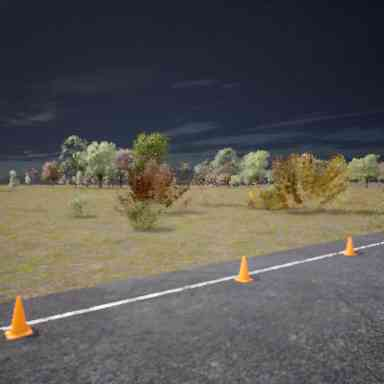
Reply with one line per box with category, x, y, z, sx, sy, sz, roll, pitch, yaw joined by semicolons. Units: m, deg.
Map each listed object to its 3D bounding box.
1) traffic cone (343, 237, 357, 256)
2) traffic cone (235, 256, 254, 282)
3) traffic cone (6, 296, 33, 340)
traffic cone;5.302;1.793;11.141;0.340;0.580;0.340;-1;1;-36
traffic cone;1.292;1.873;8.198;0.340;0.580;0.340;-1;1;-36
traffic cone;-2.741;1.953;5.284;0.340;0.580;0.340;-1;1;-36
